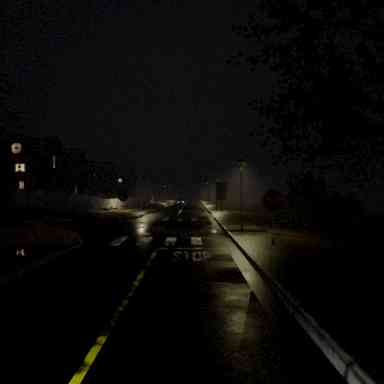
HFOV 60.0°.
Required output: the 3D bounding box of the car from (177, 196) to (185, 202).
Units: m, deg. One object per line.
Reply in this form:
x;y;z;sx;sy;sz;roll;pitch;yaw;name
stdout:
-2.750;1.624;82.005;2.033;1.411;5.357;0;0;0;car
